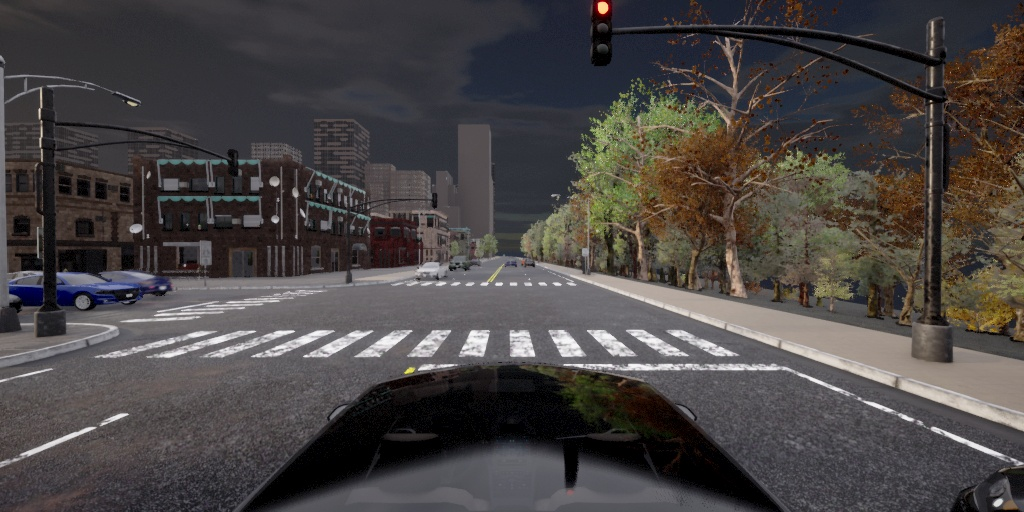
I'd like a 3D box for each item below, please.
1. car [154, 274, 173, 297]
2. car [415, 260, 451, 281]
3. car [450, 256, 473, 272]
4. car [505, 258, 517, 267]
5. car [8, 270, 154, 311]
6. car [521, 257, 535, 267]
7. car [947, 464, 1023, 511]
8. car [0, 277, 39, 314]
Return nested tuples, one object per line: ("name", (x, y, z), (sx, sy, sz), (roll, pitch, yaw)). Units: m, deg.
("car", (-20.025, 1.466, 18.255), (4.674, 1.442, 1.812), (-1, 1, 1))
("car", (-6.817, 1.267, 30.697), (1.812, 1.442, 4.674), (0, 0, 2))
("car", (-6.825, 0.957, 47.212), (2.150, 2.045, 5.566), (0, 0, 0))
("car", (-0.214, 1.078, 63.986), (2.097, 1.767, 4.553), (0, 0, 0))
("car", (-18.753, 1.435, 15.196), (5.008, 1.535, 1.882), (-1, 1, -1))
("car", (3.041, 1.231, 63.203), (1.837, 1.490, 4.892), (0, 0, 0))
("car", (3.364, 1.314, 0.164), (1.994, 1.385, 4.181), (0, 0, -1))
("car", (-20.000, 1.565, 12.480), (4.313, 1.339, 1.948), (0, 0, 0))
